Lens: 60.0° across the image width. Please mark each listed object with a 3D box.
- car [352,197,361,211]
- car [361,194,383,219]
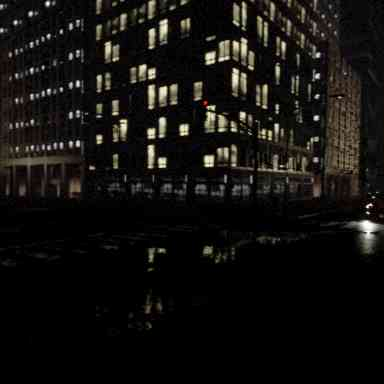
[{"bbox_3d":[15.625,0.967,29.798,1.752,1.417,4.829,2,2,38],"label":"car"},{"bbox_3d":[13.507,0.945,22.935,2.097,1.767,4.553,2,2,39],"label":"car"}]
